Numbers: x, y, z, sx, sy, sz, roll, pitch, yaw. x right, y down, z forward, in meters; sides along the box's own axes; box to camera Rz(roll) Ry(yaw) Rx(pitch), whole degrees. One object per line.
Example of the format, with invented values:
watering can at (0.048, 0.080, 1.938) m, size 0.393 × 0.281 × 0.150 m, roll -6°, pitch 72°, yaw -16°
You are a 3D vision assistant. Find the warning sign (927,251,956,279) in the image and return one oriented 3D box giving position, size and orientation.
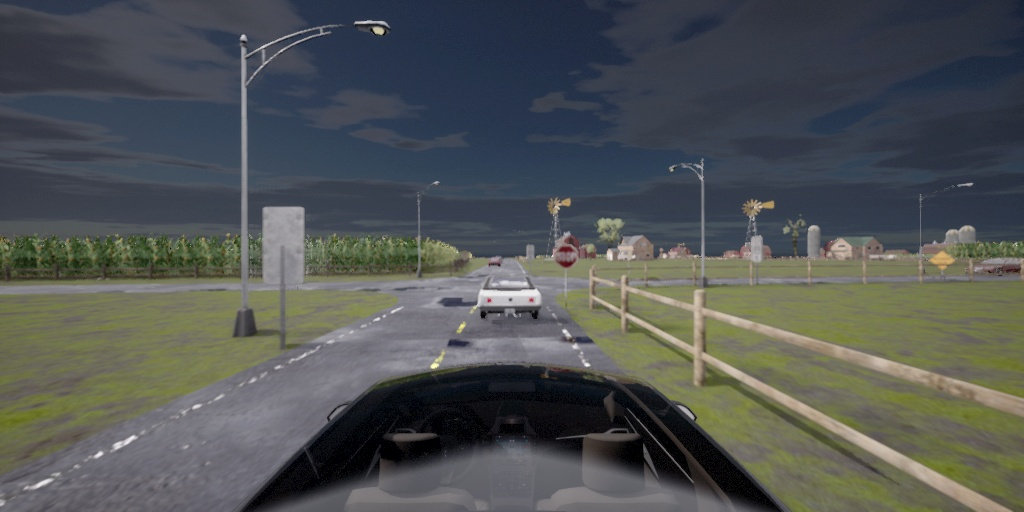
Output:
warning sign at (28.085, 0.570, 23.387) m, size 1.060 × 1.860 × 1.300 m, roll 0°, pitch 0°, yaw -5°

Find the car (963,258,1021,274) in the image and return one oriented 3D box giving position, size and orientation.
car at (40.374, 0.909, 29.704) m, size 4.674 × 1.442 × 1.812 m, roll 0°, pitch 0°, yaw -4°

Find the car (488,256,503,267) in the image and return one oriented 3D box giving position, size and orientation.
car at (-2.808, 0.959, 58.271) m, size 1.882 × 1.535 × 5.008 m, roll 0°, pitch 0°, yaw 0°

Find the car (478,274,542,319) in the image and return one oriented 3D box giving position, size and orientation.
car at (-0.169, 1.289, 12.550) m, size 1.895 × 1.301 × 4.718 m, roll 0°, pitch 0°, yaw -3°
